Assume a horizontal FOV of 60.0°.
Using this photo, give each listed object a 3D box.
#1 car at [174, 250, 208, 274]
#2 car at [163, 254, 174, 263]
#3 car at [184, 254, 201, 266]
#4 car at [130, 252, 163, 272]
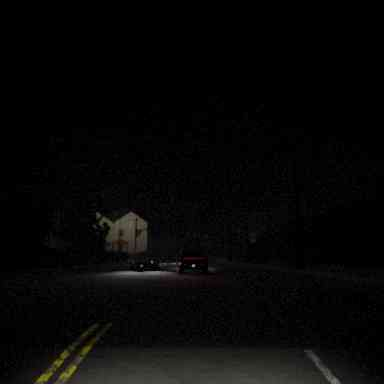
[{"bbox_3d":[0.098,4.813,23.023,2.128,1.511,4.902,0,-11,0],"label":"car"},{"bbox_3d":[-3.560,10.313,51.702,1.812,1.442,4.674,0,-11,0],"label":"car"},{"bbox_3d":[0.099,8.294,40.910,1.994,1.385,4.181,0,-11,0],"label":"car"},{"bbox_3d":[-3.594,5.425,26.052,1.812,1.442,4.674,0,-11,0],"label":"car"}]
